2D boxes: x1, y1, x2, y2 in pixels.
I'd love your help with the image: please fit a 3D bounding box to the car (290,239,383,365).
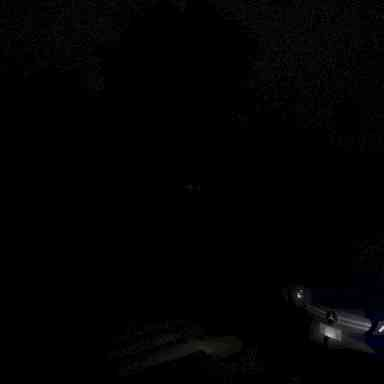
[{"bbox_3d":[3.683,1.534,5.568,4.674,1.442,1.812,0,0,-35],"label":"car"}]
